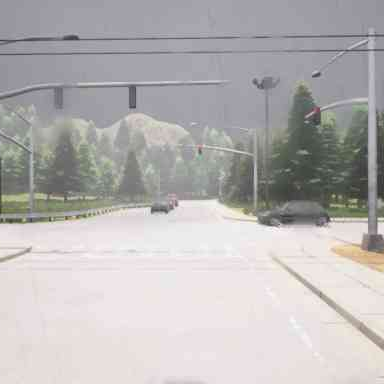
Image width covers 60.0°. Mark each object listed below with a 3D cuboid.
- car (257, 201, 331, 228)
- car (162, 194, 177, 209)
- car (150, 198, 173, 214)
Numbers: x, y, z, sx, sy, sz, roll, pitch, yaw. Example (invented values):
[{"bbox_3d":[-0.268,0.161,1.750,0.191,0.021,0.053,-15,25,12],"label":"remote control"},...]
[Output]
[{"bbox_3d":[6.704,1.403,22.221,4.553,1.767,2.097,0,0,1],"label":"car"},{"bbox_3d":[-3.528,1.485,44.729,2.097,1.767,4.553,0,0,0],"label":"car"},{"bbox_3d":[-3.551,1.717,37.606,1.895,1.301,4.718,0,0,0],"label":"car"}]
